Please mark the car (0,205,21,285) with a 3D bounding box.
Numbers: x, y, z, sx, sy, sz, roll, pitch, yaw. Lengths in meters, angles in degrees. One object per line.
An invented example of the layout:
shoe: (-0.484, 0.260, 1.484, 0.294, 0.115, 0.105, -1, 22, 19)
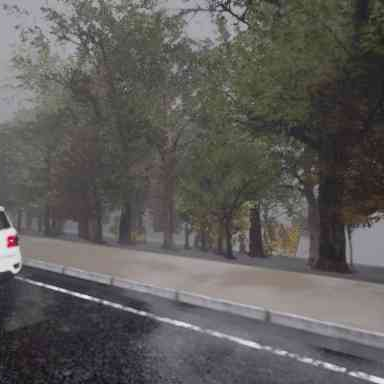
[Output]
car: (-6.518, 1.271, 8.347, 5.566, 2.045, 2.150, 0, 0, 36)
